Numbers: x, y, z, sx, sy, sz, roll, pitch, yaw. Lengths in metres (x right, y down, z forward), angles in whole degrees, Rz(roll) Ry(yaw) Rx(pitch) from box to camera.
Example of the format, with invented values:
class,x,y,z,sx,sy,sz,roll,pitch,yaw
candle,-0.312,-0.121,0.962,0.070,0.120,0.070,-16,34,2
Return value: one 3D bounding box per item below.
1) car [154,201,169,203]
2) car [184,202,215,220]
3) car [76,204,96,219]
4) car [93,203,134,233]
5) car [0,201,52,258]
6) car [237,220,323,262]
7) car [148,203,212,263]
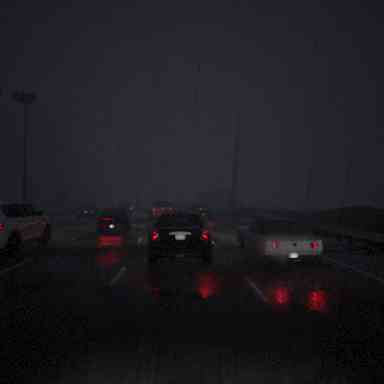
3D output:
class,x,y,z,sx,sy,sz,roll,pitch,yaw
car,-3.096,1.660,32.879,2.097,1.767,4.553,0,-1,-10
car,0.624,1.785,31.998,2.128,1.511,4.902,0,-1,-10
car,-10.072,1.865,32.406,2.033,1.411,5.357,0,-1,-11
car,-4.894,1.714,21.463,1.837,1.490,4.892,0,0,-7
car,-7.558,1.361,13.462,2.150,2.045,5.566,0,-1,-4
car,3.023,1.712,12.599,1.895,1.301,4.718,0,-1,-4
car,-0.510,1.470,12.620,2.097,1.767,4.553,0,-1,-4
